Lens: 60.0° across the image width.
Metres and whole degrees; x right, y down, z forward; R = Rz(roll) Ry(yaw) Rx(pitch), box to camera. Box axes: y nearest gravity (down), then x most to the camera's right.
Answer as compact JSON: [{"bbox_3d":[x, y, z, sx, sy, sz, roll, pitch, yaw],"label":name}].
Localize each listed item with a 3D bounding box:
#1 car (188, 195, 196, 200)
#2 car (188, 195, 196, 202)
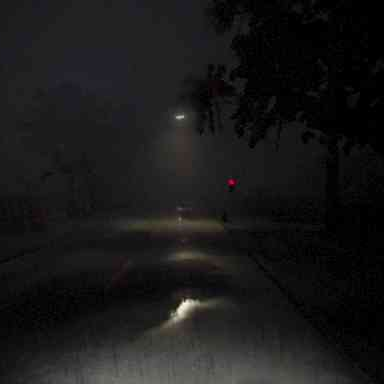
[{"bbox_3d":[-0.002,1.481,91.039,1.895,1.301,4.718,0,0,0],"label":"car"},{"bbox_3d":[-0.002,1.564,81.006,1.812,1.442,4.674,0,0,0],"label":"car"}]
